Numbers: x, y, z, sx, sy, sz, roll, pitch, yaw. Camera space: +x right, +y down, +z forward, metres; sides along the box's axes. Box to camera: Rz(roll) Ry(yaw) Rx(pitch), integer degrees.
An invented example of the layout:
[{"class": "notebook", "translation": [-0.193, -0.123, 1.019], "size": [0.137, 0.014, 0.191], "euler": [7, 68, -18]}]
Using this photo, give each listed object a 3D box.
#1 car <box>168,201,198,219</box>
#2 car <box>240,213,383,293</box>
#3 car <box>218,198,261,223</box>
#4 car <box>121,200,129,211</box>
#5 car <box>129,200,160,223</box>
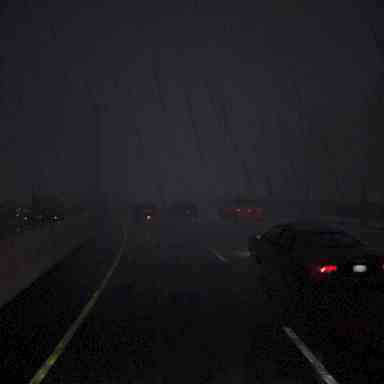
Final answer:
[{"class": "car", "translation": [-0.902, 1.496, 29.330], "size": [1.882, 1.535, 5.008], "euler": [0, 0, -14]}, {"class": "car", "translation": [3.020, 1.544, 8.972], "size": [2.033, 1.411, 5.357], "euler": [0, 0, -6]}, {"class": "car", "translation": [3.588, 1.356, 25.701], "size": [2.097, 1.767, 4.553], "euler": [0, 0, -13]}, {"class": "car", "translation": [-8.006, 1.645, 42.352], "size": [1.895, 1.301, 4.718], "euler": [0, 0, -15]}, {"class": "car", "translation": [-3.628, 1.529, 25.790], "size": [1.837, 1.490, 4.892], "euler": [0, 0, -14]}]
